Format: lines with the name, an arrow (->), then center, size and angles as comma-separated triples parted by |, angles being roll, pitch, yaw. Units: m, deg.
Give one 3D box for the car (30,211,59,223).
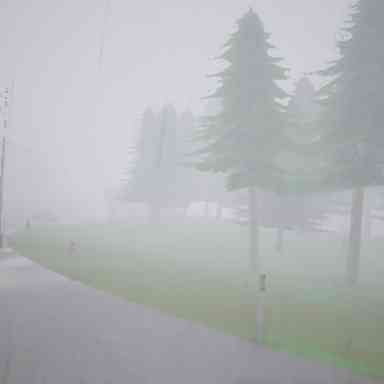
car -> -21.362, 3.551, 48.472 | 2.097, 1.767, 4.553 | 3, -5, 8
